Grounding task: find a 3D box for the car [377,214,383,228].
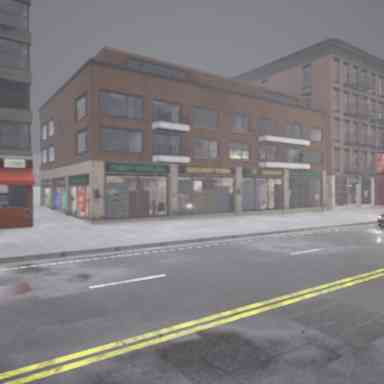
[{"bbox_3d":[13.843,1.572,21.468,4.674,1.442,1.812,0,0,-35],"label":"car"}]
